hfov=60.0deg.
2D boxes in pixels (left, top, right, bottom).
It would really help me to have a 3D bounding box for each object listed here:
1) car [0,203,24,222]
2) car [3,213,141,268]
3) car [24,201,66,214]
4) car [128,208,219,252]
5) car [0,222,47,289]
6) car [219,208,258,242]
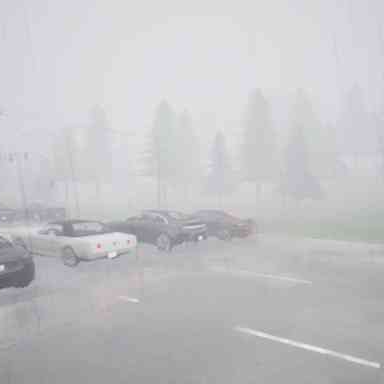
[{"bbox_3d":[-13.898,1.465,22.541,4.902,1.511,2.128,0,0,36],"label":"car"},{"bbox_3d":[-4.191,1.590,11.294,4.718,1.301,1.895,0,0,36],"label":"car"},{"bbox_3d":[-11.575,1.451,25.182,5.008,1.535,1.882,0,0,36],"label":"car"},{"bbox_3d":[-1.656,1.482,13.784,4.902,1.511,2.128,0,0,36],"label":"car"},{"bbox_3d":[-5.664,1.554,8.040,4.181,1.385,1.994,0,0,36],"label":"car"},{"bbox_3d":[0.915,1.517,16.249,4.674,1.442,1.812,0,0,36],"label":"car"}]
